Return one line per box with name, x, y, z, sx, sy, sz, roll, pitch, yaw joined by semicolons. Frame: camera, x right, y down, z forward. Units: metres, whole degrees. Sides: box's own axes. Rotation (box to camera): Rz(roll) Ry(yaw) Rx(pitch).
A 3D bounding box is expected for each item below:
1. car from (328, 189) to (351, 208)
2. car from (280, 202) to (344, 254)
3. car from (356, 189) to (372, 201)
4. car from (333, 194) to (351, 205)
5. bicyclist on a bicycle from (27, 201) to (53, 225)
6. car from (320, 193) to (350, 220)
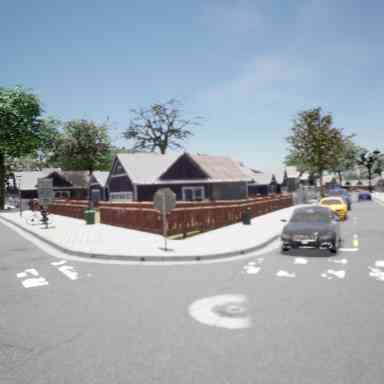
car;14.725;0.739;33.475;2.150;2.045;5.566;-2;-1;26
car;4.699;1.348;12.958;1.837;1.490;4.892;-2;0;26
car;27.076;0.594;52.270;1.882;1.535;5.008;-2;0;26
car;19.686;0.964;43.521;1.895;1.301;4.718;-2;0;26
bicyclist on a bicycle;-10.204;1.405;22.345;1.656;1.620;0.582;-3;1;-34
car;10.144;1.139;24.102;1.882;1.535;5.008;-2;0;26
